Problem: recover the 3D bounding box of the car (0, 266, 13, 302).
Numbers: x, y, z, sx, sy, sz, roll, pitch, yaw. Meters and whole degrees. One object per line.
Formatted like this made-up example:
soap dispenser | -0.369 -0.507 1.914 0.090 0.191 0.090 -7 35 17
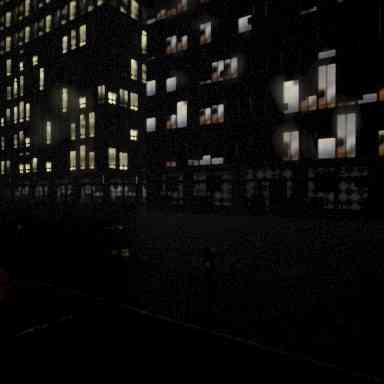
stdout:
car | -5.549 1.521 6.846 4.829 1.417 1.752 0 0 36
